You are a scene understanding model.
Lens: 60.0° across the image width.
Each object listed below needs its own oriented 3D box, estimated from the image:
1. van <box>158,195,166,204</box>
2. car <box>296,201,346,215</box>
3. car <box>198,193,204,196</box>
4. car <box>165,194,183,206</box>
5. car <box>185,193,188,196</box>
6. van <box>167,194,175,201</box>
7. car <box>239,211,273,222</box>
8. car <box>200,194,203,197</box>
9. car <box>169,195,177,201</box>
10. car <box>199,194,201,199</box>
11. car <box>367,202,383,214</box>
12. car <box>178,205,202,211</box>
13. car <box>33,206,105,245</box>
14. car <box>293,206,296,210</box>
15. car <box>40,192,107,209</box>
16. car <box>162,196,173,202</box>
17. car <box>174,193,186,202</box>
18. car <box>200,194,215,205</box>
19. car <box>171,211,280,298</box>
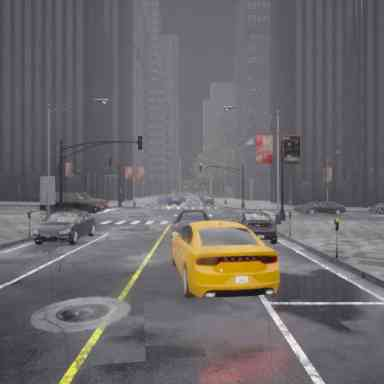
[{"bbox_3d":[-5.534,1.363,63.247,1.690,1.788,3.998,0,0,1],"label":"van"},{"bbox_3d":[14.749,1.814,37.599,4.892,1.490,1.837,1,0,1],"label":"car"},{"bbox_3d":[3.088,1.343,74.199,2.192,1.841,5.009,0,0,1],"label":"car"},{"bbox_3d":[-2.912,1.495,55.322,1.882,1.535,5.008,0,0,1],"label":"car"},{"bbox_3d":[-2.665,1.254,75.493,2.150,2.045,5.566,0,0,1],"label":"car"},{"bbox_3d":[-5.339,1.376,85.296,1.690,1.788,3.998,0,0,1],"label":"van"},{"bbox_3d":[2.761,1.553,15.477,2.008,1.369,4.403,0,0,0],"label":"car"},{"bbox_3d":[2.992,1.547,63.343,1.752,1.417,4.829,0,0,1],"label":"car"},{"bbox_3d":[-5.291,1.583,90.808,1.887,1.381,4.507,0,0,1],"label":"car"},{"bbox_3d":[3.039,1.575,68.686,2.008,1.369,4.403,0,0,1],"label":"car"},{"bbox_3d":[24.152,1.983,40.820,4.902,1.511,2.128,1,0,0],"label":"car"},{"bbox_3d":[0.049,1.566,16.168,1.994,1.385,4.181,0,0,0],"label":"car"},{"bbox_3d":[-5.764,1.553,15.479,2.008,1.369,4.403,0,0,0],"label":"car"},{"bbox_3d":[14.899,1.844,40.859,4.674,1.442,1.812,1,0,2],"label":"car"},{"bbox_3d":[-11.194,1.046,30.980,5.566,2.045,2.150,1,0,1],"label":"car"},{"bbox_3d":[-5.437,1.594,74.271,1.947,1.339,4.313,0,0,1],"label":"car"},{"bbox_3d":[-2.801,1.514,64.897,2.128,1.511,4.902,0,0,1],"label":"car"},{"bbox_3d":[2.941,1.569,57.660,2.008,1.369,4.403,0,0,1],"label":"car"},{"bbox_3d":[0.556,1.478,8.626,1.882,1.535,5.008,0,0,-9],"label":"car"}]
